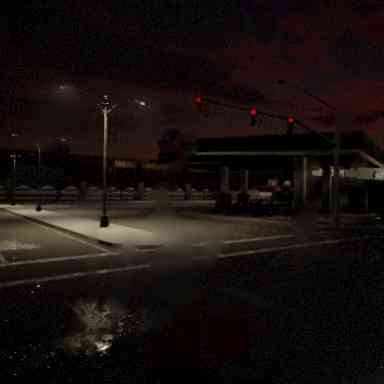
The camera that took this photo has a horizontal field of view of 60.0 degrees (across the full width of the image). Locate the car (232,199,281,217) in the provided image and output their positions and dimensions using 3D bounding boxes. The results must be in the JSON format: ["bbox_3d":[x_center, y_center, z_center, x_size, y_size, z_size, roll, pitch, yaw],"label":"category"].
[{"bbox_3d":[6.047,1.535,33.149,2.242,1.667,4.611,1,0,-36],"label":"car"}]

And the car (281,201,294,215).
[{"bbox_3d":[10.238,1.759,37.149,1.970,1.475,3.806,1,0,-36],"label":"car"}]
